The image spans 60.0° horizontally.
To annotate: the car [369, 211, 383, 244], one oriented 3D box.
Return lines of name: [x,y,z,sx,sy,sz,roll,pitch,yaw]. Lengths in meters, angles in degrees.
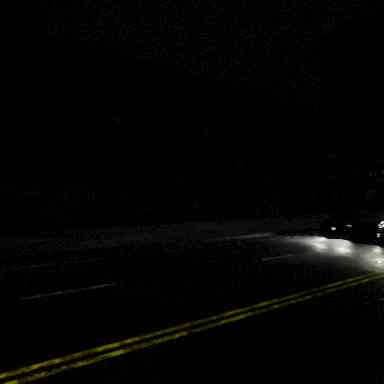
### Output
car: [10.329,1.457,15.070,4.553,1.767,2.097,0,0,-36]

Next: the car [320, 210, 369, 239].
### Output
car: [8.769,1.671,17.948,4.181,1.385,1.994,0,0,-36]
